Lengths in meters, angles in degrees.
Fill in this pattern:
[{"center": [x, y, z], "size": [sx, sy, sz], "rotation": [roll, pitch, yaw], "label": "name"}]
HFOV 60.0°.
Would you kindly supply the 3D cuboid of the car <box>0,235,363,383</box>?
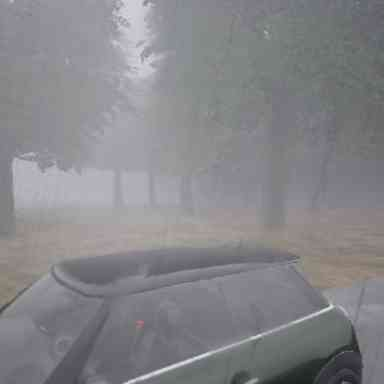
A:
[{"center": [-0.659, 1.342, 2.728], "size": [4.553, 1.767, 2.097], "rotation": [0, 0, -34], "label": "car"}]
